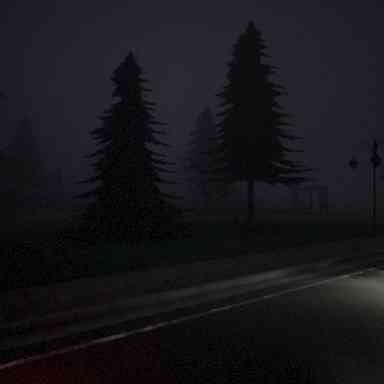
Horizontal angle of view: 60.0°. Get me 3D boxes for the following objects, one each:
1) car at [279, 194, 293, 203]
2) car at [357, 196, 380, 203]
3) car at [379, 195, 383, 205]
[{"bbox_3d":[19.756,1.526,66.997,2.007,1.523,4.514,0,0,-36],"label":"car"},{"bbox_3d":[36.379,1.552,69.494,1.845,1.501,3.633,0,0,-36],"label":"car"},{"bbox_3d":[33.000,1.579,53.581,1.970,1.475,3.806,0,0,-36],"label":"car"}]
